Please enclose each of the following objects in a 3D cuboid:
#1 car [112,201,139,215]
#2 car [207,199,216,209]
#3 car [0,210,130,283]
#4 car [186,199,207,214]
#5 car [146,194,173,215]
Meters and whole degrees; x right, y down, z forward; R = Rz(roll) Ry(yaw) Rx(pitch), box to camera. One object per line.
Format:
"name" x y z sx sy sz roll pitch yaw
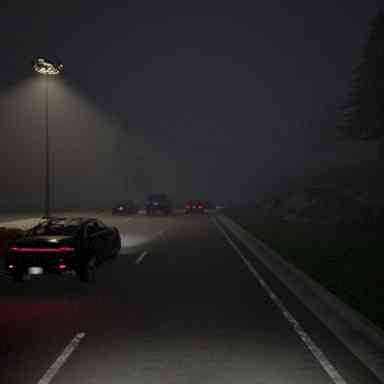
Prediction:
"car" -6.721 1.563 33.891 1.994 1.385 4.181 0 0 2
"car" 1.957 1.564 44.559 1.994 1.385 4.181 0 0 14
"car" -3.400 1.491 9.657 2.128 1.511 4.902 0 0 0
"car" 0.332 1.547 35.211 2.033 1.411 5.357 0 0 3
"car" -3.259 1.220 33.747 2.150 2.045 5.566 0 0 3
